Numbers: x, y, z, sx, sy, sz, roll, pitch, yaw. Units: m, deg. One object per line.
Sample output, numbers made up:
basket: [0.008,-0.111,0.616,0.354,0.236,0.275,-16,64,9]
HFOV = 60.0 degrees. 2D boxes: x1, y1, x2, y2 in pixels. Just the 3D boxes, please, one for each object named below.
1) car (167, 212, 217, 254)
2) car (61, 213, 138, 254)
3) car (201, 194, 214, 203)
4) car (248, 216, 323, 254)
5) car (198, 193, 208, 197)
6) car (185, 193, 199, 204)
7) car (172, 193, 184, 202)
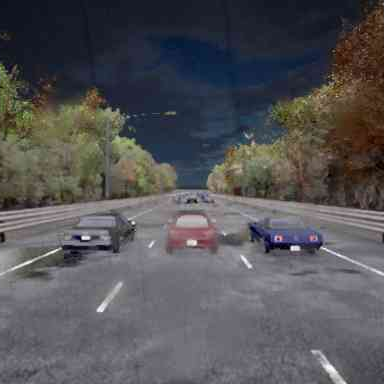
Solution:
car: [0.003,1.540,13.472,1.812,1.442,4.674,0,0,0]
car: [-3.496,1.562,13.471,2.033,1.411,5.357,0,0,0]
car: [3.519,1.583,70.497,1.994,1.385,4.181,0,0,0]
car: [3.503,1.615,13.469,1.895,1.301,4.718,0,0,0]
car: [3.524,1.248,89.100,2.150,2.045,5.566,0,0,0]
car: [0.017,1.509,66.738,1.882,1.535,5.008,0,0,0]
car: [-3.480,1.554,76.561,2.128,1.511,4.902,0,0,0]
